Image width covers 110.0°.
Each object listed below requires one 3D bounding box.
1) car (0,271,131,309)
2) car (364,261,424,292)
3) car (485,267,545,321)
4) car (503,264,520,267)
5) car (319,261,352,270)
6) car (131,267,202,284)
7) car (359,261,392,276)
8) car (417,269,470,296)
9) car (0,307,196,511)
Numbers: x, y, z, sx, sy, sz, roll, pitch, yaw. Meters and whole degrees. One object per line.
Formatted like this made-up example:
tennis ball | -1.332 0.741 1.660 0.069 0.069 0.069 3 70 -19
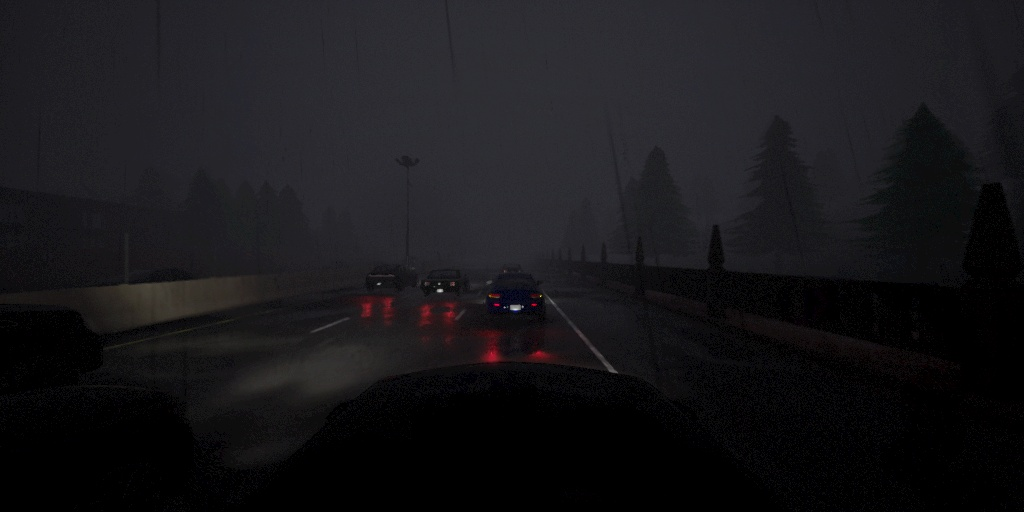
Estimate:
car | -6.900 0.971 2.657 2.150 2.045 5.566 0 0 0
car | -6.905 1.242 21.020 2.128 1.511 4.902 0 0 0
car | 0.099 1.276 12.346 1.812 1.442 4.674 0 0 0
car | -0.046 1.351 32.864 1.895 1.301 4.718 0 0 -1
car | -21.555 1.297 44.121 2.033 1.411 5.357 0 0 -1
car | -17.606 1.275 17.479 1.812 1.442 4.674 0 0 0
car | -14.363 1.275 37.905 1.812 1.442 4.674 0 0 -2
car | -3.401 1.351 19.171 1.895 1.301 4.718 0 0 0
car | -3.400 1.242 0.790 2.128 1.511 4.902 0 0 0
